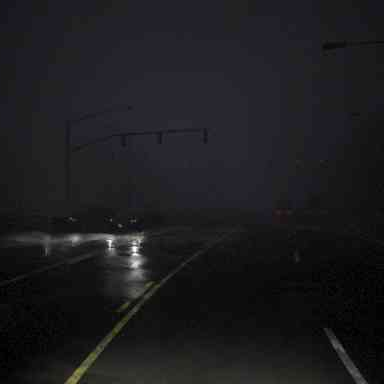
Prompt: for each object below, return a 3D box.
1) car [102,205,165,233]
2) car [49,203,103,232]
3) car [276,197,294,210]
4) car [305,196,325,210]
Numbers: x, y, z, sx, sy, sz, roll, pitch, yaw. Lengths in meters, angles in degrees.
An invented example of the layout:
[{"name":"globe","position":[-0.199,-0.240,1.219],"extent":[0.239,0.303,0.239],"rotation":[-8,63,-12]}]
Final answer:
[{"name":"car","position":[-3.086,1.490,19.643],"extent":[1.812,1.442,4.674],"rotation":[0,0,17]},{"name":"car","position":[-6.526,1.440,20.375],"extent":[1.882,1.535,5.008],"rotation":[0,0,17]},{"name":"car","position":[11.402,1.373,40.986],"extent":[2.128,1.511,4.902],"rotation":[0,0,17]},{"name":"car","position":[14.960,1.234,40.672],"extent":[2.097,1.767,4.553],"rotation":[0,0,18]}]
